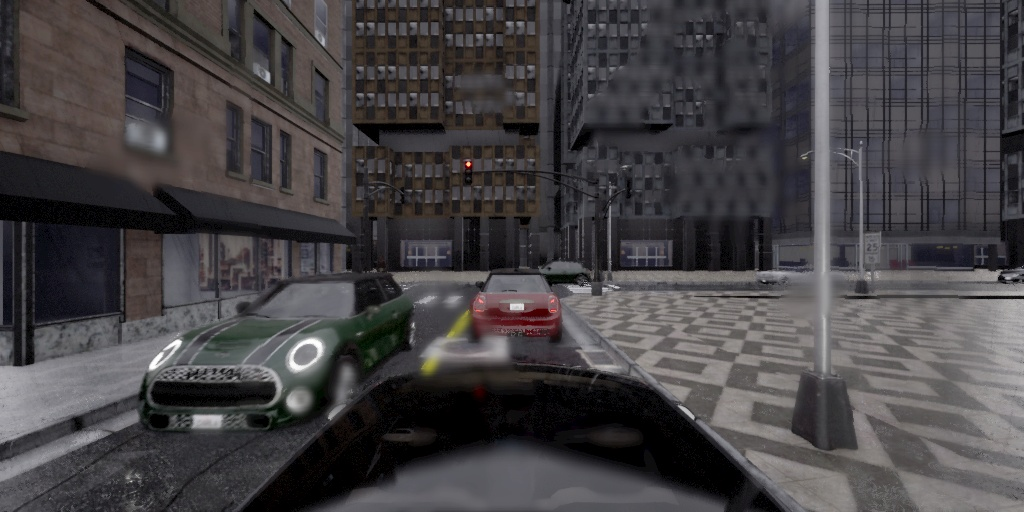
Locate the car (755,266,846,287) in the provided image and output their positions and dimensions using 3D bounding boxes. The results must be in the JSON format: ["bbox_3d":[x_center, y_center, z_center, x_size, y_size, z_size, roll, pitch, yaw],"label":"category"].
[{"bbox_3d":[18.801,1.323,23.575,4.718,1.301,1.895,0,0,1],"label":"car"}]

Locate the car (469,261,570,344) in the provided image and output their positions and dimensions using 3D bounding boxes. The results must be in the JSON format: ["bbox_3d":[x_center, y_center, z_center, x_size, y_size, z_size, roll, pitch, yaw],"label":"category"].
[{"bbox_3d":[0.068,1.102,9.743,2.097,1.767,4.553,0,0,-1],"label":"car"}]

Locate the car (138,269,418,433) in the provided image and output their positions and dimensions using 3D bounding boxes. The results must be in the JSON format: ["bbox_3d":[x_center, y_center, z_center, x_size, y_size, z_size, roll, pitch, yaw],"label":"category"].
[{"bbox_3d":[-3.093,1.102,5.902,2.097,1.767,4.553,0,0,0],"label":"car"}]

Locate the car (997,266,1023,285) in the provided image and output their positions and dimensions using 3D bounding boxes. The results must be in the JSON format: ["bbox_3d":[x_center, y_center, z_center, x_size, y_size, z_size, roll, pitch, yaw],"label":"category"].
[{"bbox_3d":[34.870,1.191,23.383,4.902,1.511,2.128,0,0,1],"label":"car"}]

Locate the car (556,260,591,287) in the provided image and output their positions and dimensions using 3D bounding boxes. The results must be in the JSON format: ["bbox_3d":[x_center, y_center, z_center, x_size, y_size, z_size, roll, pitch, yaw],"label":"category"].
[{"bbox_3d":[2.825,1.095,23.750,4.553,1.767,2.097,0,0,1],"label":"car"}]

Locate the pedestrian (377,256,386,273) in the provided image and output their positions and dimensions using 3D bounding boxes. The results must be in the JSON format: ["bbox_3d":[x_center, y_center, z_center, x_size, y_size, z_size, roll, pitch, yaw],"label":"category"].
[{"bbox_3d":[-9.839,0.903,26.925,0.375,1.860,0.375,0,0,1],"label":"pedestrian"}]
